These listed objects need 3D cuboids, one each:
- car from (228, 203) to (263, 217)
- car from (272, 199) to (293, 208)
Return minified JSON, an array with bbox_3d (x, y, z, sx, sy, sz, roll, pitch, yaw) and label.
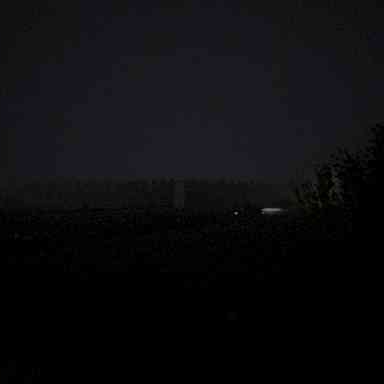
[{"bbox_3d":[5.470,1.719,33.423,1.895,1.301,4.718,1,0,34],"label":"car"},{"bbox_3d":[13.694,1.740,50.266,1.895,1.301,4.718,1,0,34],"label":"car"}]
